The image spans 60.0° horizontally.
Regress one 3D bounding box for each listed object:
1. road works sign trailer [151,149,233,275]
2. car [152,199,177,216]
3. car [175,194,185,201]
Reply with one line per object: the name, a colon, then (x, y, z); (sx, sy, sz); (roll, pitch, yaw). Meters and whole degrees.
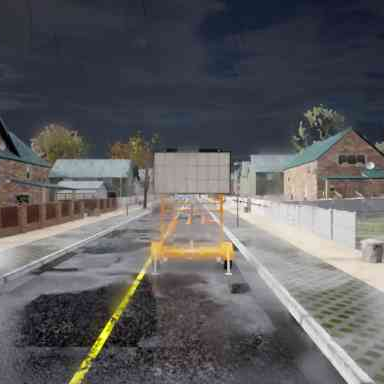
road works sign trailer: (-0.001, 0.467, 10.427); (2.380, 3.560, 2.880); (0, 0, 0)
car: (-2.853, 1.606, 32.922); (1.895, 1.301, 4.718); (0, 0, 0)
car: (-2.757, 1.209, 80.218); (2.150, 2.045, 5.566); (0, 0, 0)
